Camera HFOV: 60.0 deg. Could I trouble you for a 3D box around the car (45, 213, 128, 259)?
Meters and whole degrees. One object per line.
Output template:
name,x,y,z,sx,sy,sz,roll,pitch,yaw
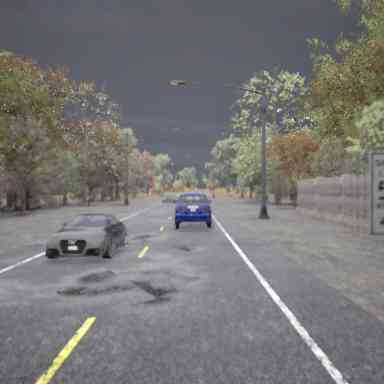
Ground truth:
car,-3.605,1.488,12.059,1.994,1.385,4.181,0,0,0

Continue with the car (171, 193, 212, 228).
car,0.083,1.079,20.960,2.150,2.045,5.566,0,0,0

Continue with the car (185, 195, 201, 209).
car,0.090,1.192,40.824,1.882,1.535,5.008,0,0,0

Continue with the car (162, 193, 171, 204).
car,-3.578,0.964,53.347,2.097,1.767,4.553,0,0,0
